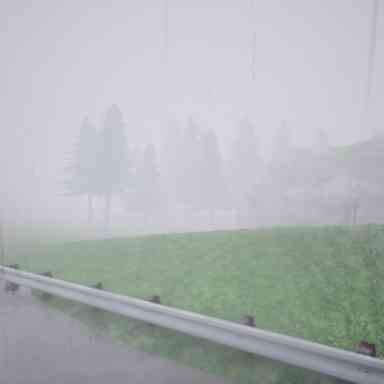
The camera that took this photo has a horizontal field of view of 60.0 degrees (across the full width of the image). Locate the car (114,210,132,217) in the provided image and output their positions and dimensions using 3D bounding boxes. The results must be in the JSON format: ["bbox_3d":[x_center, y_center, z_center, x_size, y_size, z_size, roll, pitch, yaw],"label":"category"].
[{"bbox_3d":[-16.789,5.218,81.404,2.097,1.767,4.553,-1,-4,41],"label":"car"}]
